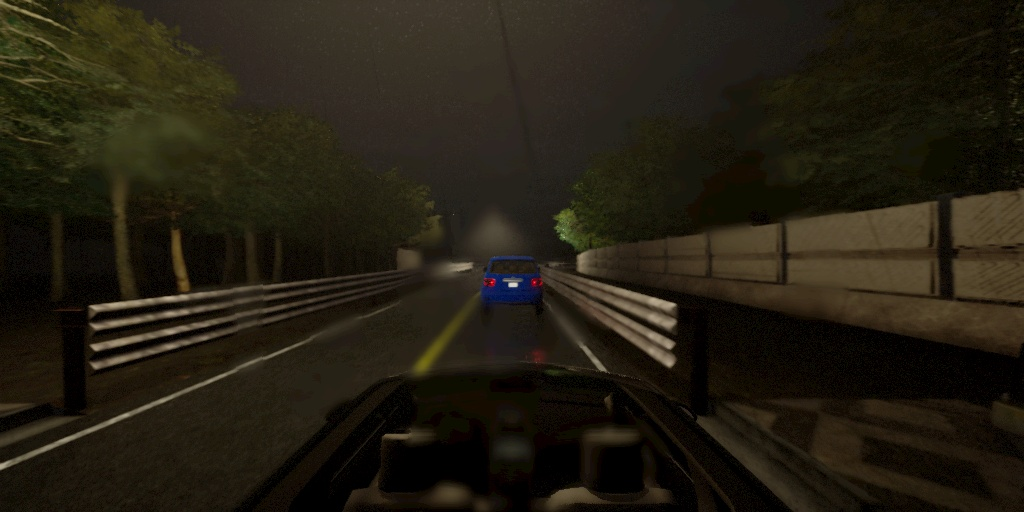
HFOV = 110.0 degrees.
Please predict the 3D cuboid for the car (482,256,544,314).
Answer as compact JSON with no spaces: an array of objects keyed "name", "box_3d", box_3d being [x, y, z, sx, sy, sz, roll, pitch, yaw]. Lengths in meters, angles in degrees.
[{"name":"car","box_3d":[0.019,1.032,14.337,2.150,2.045,5.566,0,0,0]}]
